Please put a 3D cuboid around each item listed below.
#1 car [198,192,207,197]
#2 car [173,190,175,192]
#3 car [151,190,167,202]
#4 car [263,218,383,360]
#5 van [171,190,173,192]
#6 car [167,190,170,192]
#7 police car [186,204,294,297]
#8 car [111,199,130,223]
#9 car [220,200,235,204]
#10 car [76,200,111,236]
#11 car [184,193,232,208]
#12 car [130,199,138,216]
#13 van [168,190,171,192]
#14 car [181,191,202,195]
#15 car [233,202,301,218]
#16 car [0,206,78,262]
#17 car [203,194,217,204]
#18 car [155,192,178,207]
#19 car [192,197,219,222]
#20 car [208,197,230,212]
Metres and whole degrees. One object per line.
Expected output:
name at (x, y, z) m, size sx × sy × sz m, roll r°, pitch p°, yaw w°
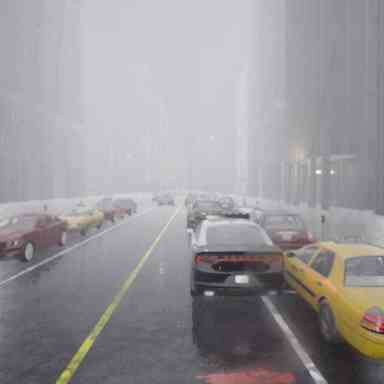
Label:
car at (2.671, 0.651, 85.380) m, size 2.008 × 1.369 × 4.403 m, roll 0°, pitch 1°, yaw 0°
car at (-5.848, 0.474, 79.685) m, size 2.192 × 1.841 × 5.009 m, roll 0°, pitch 1°, yaw 0°
car at (-5.823, 0.834, 56.977) m, size 1.967 × 1.590 × 4.097 m, roll 0°, pitch 1°, yaw 0°
car at (2.756, 1.456, 6.068) m, size 1.752 × 1.417 × 4.829 m, roll 0°, pitch 1°, yaw 0°
van at (-5.842, 0.559, 74.008) m, size 1.690 × 1.788 × 3.998 m, roll 0°, pitch 1°, yaw 0°
car at (-5.829, 0.886, 62.656) m, size 2.008 × 1.369 × 4.403 m, roll 0°, pitch 1°, yaw 0°
police car at (0.891, 1.330, 8.534) m, size 1.930 × 1.638 × 5.238 m, roll 0°, pitch 1°, yaw 0°
car at (-5.787, 1.294, 22.916) m, size 1.887 × 1.381 × 4.507 m, roll 0°, pitch 1°, yaw 0°
car at (2.744, 1.354, 17.252) m, size 1.887 × 1.381 × 4.507 m, roll 0°, pitch 1°, yaw 0°
car at (-5.781, 1.337, 17.069) m, size 1.752 × 1.417 × 4.829 m, roll 0°, pitch 1°, yaw 0°
car at (0.746, 1.149, 18.377) m, size 2.097 × 1.767 × 4.553 m, roll 0°, pitch 1°, yaw -1°
car at (-5.793, 1.256, 28.593) m, size 1.947 × 1.339 × 4.313 m, roll 0°, pitch 1°, yaw 0°
van at (-5.836, 0.617, 68.331) m, size 1.690 × 1.788 × 3.998 m, roll 0°, pitch 1°, yaw 0°
car at (-0.031, 1.010, 44.971) m, size 2.128 × 1.511 × 4.902 m, roll 0°, pitch 1°, yaw 0°
car at (2.750, 1.311, 11.574) m, size 1.967 × 1.590 × 4.097 m, roll 0°, pitch 1°, yaw 0°
car at (-5.775, 1.416, 11.562) m, size 1.887 × 1.381 × 4.507 m, roll 0°, pitch 1°, yaw 0°
car at (2.708, 1.018, 51.316) m, size 1.947 × 1.339 × 4.313 m, roll 0°, pitch 1°, yaw 0°
car at (-3.098, 1.062, 41.407) m, size 1.837 × 1.490 × 4.892 m, roll 0°, pitch 0°, yaw 0°
car at (0.874, 1.186, 24.613) m, size 1.801 × 1.575 × 5.366 m, roll 0°, pitch 1°, yaw 0°
car at (2.726, 1.195, 34.285) m, size 1.947 × 1.339 × 4.313 m, roll 0°, pitch 1°, yaw 0°
